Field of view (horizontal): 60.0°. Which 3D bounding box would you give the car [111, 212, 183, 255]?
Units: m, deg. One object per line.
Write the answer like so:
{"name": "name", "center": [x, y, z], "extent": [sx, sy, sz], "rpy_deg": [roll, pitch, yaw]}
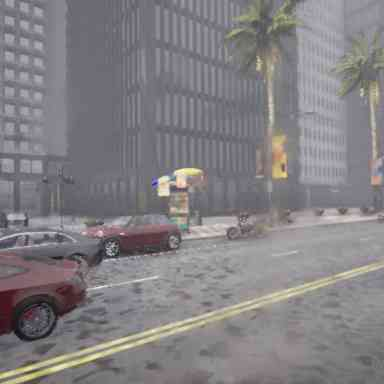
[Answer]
{"name": "car", "center": [-2.689, 1.732, 14.660], "extent": [4.553, 1.767, 2.185], "rpy_deg": [0, -2, -39]}

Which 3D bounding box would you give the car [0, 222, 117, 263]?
{"name": "car", "center": [-4.862, 1.762, 9.098], "extent": [4.902, 1.511, 2.128], "rpy_deg": [0, -2, -38]}

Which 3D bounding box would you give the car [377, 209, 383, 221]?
{"name": "car", "center": [20.204, 2.044, 33.065], "extent": [4.892, 1.521, 2.231], "rpy_deg": [0, -2, -39]}

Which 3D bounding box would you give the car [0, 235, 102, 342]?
{"name": "car", "center": [-4.060, 1.699, 5.255], "extent": [4.674, 1.442, 1.812], "rpy_deg": [0, -2, -38]}
